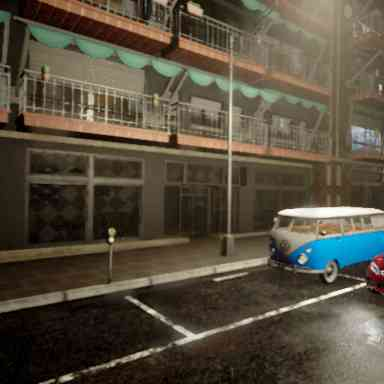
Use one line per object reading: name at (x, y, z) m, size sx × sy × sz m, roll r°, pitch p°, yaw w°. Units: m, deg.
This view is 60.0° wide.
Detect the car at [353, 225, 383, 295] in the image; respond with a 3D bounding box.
car at (5.832, 1.525, 7.533) m, size 4.674 × 1.442 × 1.812 m, roll 0°, pitch 0°, yaw -35°

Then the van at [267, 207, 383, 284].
van at (3.886, 1.340, 9.313) m, size 3.998 × 1.788 × 1.690 m, roll 0°, pitch 1°, yaw -35°
